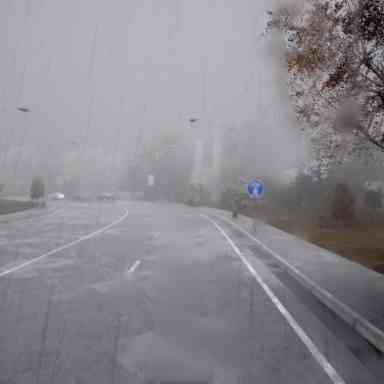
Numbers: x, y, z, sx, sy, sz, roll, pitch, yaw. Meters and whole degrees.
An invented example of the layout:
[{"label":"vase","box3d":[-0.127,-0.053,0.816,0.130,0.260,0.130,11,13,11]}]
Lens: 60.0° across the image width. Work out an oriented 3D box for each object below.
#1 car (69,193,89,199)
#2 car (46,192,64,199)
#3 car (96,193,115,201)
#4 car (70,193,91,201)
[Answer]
[{"label":"car","box3d":[-25.037,0.873,73.736,4.181,1.385,1.994,1,0,33]},{"label":"car","box3d":[-29.899,0.817,72.888,4.674,1.442,1.812,1,0,33]},{"label":"car","box3d":[-17.354,0.999,66.689,5.008,1.535,1.882,1,0,43]},{"label":"car","box3d":[-22.039,0.982,66.445,4.902,1.511,2.128,1,0,43]}]
